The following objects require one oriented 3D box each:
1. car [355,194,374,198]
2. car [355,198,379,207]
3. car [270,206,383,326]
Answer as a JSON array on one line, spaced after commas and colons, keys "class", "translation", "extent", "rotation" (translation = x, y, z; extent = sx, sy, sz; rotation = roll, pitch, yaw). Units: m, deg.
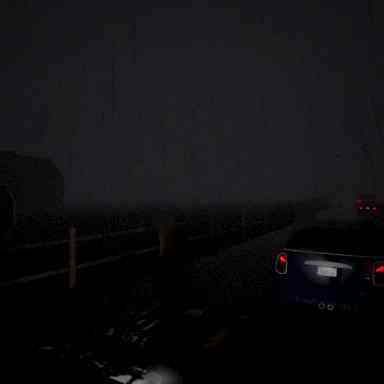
[{"class": "car", "translation": [22.408, 1.286, 43.006], "extent": [2.150, 2.045, 5.566], "rotation": [0, 0, 26]}, {"class": "car", "translation": [17.790, 1.589, 33.676], "extent": [2.033, 1.411, 5.357], "rotation": [0, 0, 28]}, {"class": "car", "translation": [3.336, 1.358, 7.425], "extent": [2.097, 1.767, 4.553], "rotation": [0, 0, 30]}]
